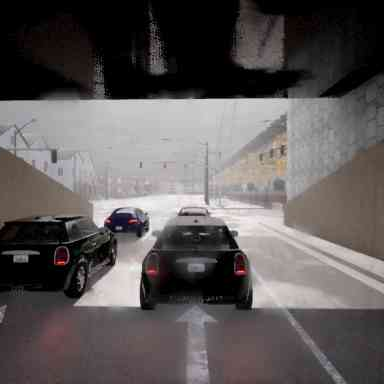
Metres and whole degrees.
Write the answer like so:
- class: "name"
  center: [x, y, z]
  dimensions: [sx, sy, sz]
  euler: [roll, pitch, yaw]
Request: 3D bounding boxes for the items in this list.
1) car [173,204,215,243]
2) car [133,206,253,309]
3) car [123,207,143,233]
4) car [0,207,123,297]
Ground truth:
- class: "car"
  center: [0.091, 1.478, 17.265]
  dimensions: [1.882, 1.535, 5.008]
  euler: [0, 0, 0]
- class: "car"
  center: [0.081, 1.352, 7.997]
  dimensions: [2.097, 1.767, 4.553]
  euler: [0, 0, 0]
- class: "car"
  center: [-3.409, 1.526, 17.812]
  dimensions: [1.812, 1.442, 4.674]
  euler: [0, 0, 0]
- class: "car"
  center: [-3.413, 1.352, 8.760]
  dimensions: [2.097, 1.767, 4.553]
  euler: [0, 0, 0]
